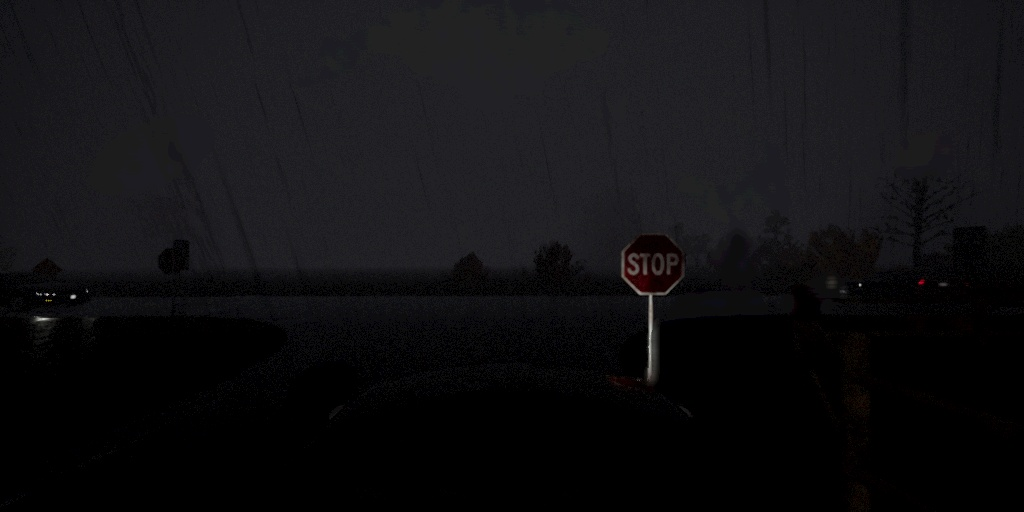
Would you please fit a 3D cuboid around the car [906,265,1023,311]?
[{"bbox_3d":[18.937,1.127,13.988,4.553,1.767,2.097,0,0,0],"label":"car"}]

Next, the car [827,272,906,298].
[{"bbox_3d":[17.902,1.395,16.935,4.718,1.301,1.895,0,0,0],"label":"car"}]

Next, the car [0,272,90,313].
[{"bbox_3d":[-19.814,1.384,14.221,4.892,1.490,1.837,0,0,0],"label":"car"}]

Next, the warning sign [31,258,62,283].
[{"bbox_3d":[-25.416,1.041,19.555,1.060,1.860,1.300,0,0,0],"label":"warning sign"}]
